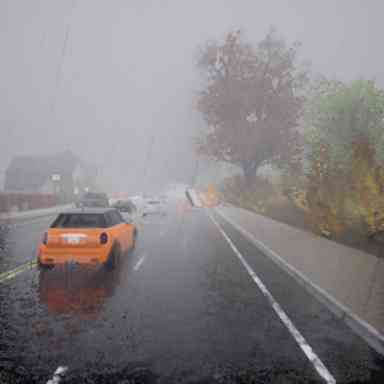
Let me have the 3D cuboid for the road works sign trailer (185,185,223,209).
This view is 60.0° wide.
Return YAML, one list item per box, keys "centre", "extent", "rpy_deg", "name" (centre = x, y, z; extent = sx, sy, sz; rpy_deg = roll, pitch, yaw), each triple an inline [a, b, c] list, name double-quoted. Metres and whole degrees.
- centre: [0.872, 0.810, 35.720]
  extent: [3.560, 2.380, 2.880]
  rpy_deg: [5, -40, -49]
  name: "road works sign trailer"

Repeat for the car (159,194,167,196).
- centre: [-6.474, 1.060, 74.124]
  extent: [1.895, 1.301, 4.718]
  rpy_deg: [0, 0, 0]
  name: "car"

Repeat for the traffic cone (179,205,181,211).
- centre: [-1.369, 1.756, 34.709]
  extent: [0.340, 0.580, 0.340]
  rpy_deg: [0, 0, 0]
  name: "traffic cone"

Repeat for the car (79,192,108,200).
- centre: [-9.829, 1.031, 33.271]
  extent: [2.150, 2.045, 5.566]
  rpy_deg: [0, 0, 0]
  name: "car"

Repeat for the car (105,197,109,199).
- centre: [-6.583, 1.383, 31.789]
  extent: [1.994, 1.385, 4.181]
  rpy_deg: [0, 0, 0]
  name: "car"

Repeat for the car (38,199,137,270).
- centre: [-3.148, 1.293, 10.979]
  extent: [2.097, 1.767, 4.553]
  rpy_deg: [0, 0, 0]
  name: "car"

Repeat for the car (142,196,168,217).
- centre: [-3.141, 1.360, 29.125]
  extent: [1.812, 1.442, 4.674]
  rpy_deg: [0, 0, 0]
  name: "car"

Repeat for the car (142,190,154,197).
- centre: [-9.723, 0.647, 74.537]
  extent: [2.150, 2.045, 5.566]
  rpy_deg: [0, 0, 0]
  name: "car"
